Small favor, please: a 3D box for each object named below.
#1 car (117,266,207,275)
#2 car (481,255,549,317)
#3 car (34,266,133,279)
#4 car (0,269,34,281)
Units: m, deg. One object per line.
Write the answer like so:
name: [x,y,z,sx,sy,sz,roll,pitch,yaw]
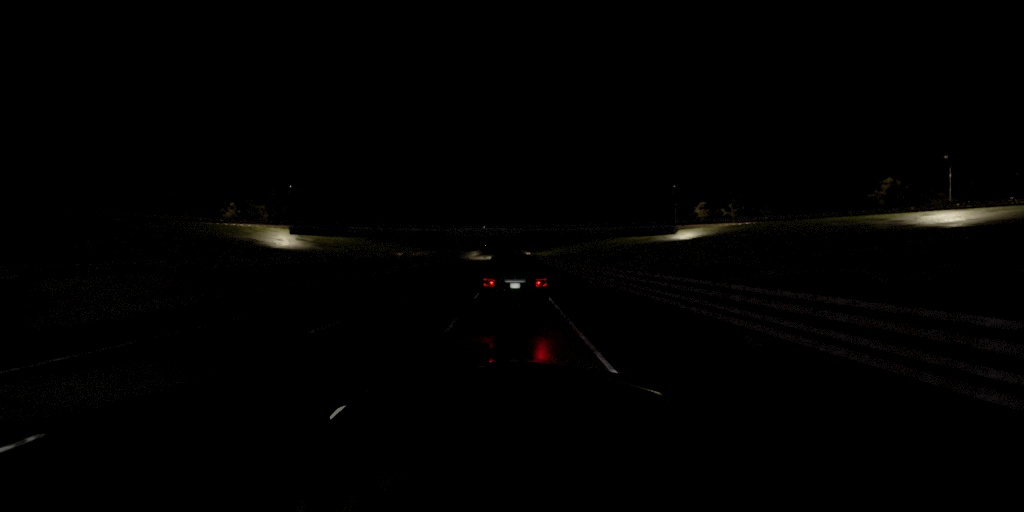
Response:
car: [-17.502,1.339,18.969,1.994,1.385,4.181,0,0,0]
car: [0.110,0.973,13.272,2.150,2.045,5.566,0,0,0]
car: [-21.002,1.286,18.969,1.837,1.490,4.892,0,0,0]
car: [-24.502,1.305,18.968,1.994,1.385,4.181,0,0,0]
